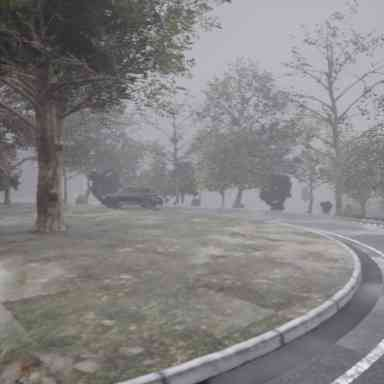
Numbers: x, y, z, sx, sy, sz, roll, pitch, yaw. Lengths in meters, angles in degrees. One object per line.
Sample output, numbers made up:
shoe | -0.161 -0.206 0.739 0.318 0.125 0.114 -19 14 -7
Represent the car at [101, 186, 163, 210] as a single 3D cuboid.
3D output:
car | -5.417 0.507 30.517 5.566 2.045 2.150 1 0 6
